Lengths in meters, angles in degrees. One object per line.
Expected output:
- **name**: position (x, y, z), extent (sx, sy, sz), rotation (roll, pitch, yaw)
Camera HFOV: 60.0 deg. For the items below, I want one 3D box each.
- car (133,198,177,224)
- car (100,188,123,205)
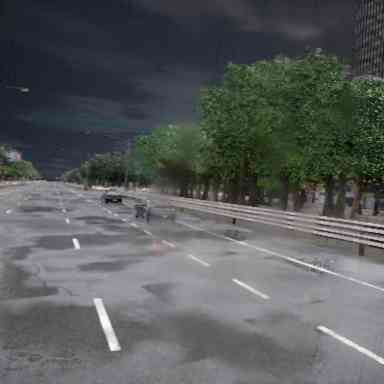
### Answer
- **car**: position (-2.511, 1.162, 21.778), extent (2.128, 1.511, 4.902), rotation (3, 0, -23)
- **car**: position (-9.151, 0.617, 37.676), extent (1.882, 1.535, 5.008), rotation (3, 0, -23)
